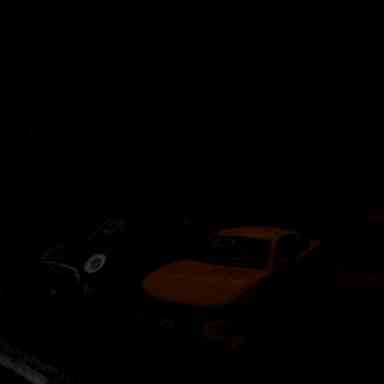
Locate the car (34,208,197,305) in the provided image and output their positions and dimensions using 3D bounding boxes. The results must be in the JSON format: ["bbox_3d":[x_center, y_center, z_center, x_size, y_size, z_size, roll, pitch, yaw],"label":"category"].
[{"bbox_3d":[-1.383,1.318,8.155,2.185,1.767,4.553,0,0,35],"label":"car"}]

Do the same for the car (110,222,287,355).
[{"bbox_3d":[1.100,1.447,6.408,2.097,1.535,5.008,0,0,35],"label":"car"}]

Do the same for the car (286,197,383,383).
[{"bbox_3d":[3.515,1.199,4.769,2.435,2.045,5.566,0,0,35],"label":"car"}]

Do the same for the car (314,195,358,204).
[{"bbox_3d":[7.340,1.196,16.968,2.435,2.045,5.566,0,0,35],"label":"car"}]

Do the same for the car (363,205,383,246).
[{"bbox_3d":[9.549,1.452,15.470,2.231,1.521,4.892,0,0,35],"label":"car"}]
